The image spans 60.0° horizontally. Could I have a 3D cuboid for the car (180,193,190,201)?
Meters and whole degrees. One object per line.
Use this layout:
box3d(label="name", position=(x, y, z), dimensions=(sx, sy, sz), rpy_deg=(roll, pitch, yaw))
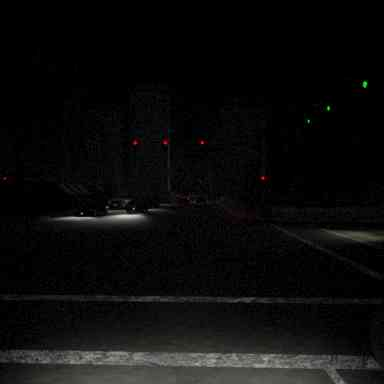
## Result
box3d(label="car", position=(-1.505, 1.182, 74.644), dimensions=(2.097, 1.767, 4.553), rpy_deg=(0, 0, 1))

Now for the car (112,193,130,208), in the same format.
box3d(label="car", position=(-9.384, 1.217, 43.710), dimensions=(2.150, 2.045, 5.566), rpy_deg=(0, 1, 1))

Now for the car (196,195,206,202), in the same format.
box3d(label="car", position=(1.995, 1.352, 74.586), dimensions=(2.128, 1.511, 4.902), rpy_deg=(0, 0, 1))

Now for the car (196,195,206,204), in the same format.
box3d(label="car", position=(1.763, 1.505, 65.370), dimensions=(1.837, 1.490, 4.892), rpy_deg=(0, 0, 1))

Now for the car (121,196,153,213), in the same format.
box3d(label="car", position=(-6.046, 1.491, 37.249), dimensions=(2.128, 1.511, 4.902), rpy_deg=(0, 0, 1))

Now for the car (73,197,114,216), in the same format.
box3d(label="car", position=(-9.734, 1.547, 32.554), dimensions=(2.033, 1.411, 5.357), rpy_deg=(0, 0, 4))

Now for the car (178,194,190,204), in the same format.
box3d(label="car", position=(-1.720, 1.564, 66.084), dimensions=(1.994, 1.385, 4.181), rpy_deg=(0, 0, 1))

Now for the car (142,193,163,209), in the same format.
box3d(label="car", position=(-5.804, 1.216, 46.813), dimensions=(2.150, 2.045, 5.566), rpy_deg=(0, 1, 1))

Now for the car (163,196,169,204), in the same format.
box3d(label="car", position=(-5.347, 1.547, 63.249), dimensions=(2.033, 1.411, 5.357), rpy_deg=(0, 0, 2))

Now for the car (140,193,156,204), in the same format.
box3d(label="car", position=(-8.735, 1.224, 66.421), dimensions=(2.150, 2.045, 5.566), rpy_deg=(0, 0, 2))
